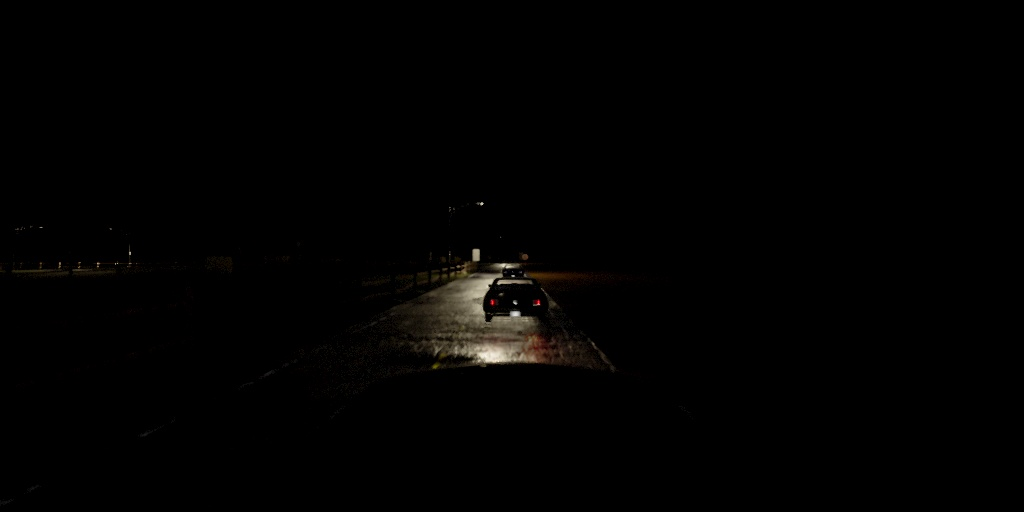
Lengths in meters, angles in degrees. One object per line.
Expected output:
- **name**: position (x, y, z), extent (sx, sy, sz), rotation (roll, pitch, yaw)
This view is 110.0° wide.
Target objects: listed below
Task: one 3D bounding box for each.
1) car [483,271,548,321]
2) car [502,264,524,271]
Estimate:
- **car**: position (0.097, 1.355, 12.418), extent (1.895, 1.301, 4.718), rotation (0, 0, 0)
- **car**: position (0.090, 1.375, 31.697), extent (1.895, 1.301, 4.718), rotation (0, 0, 0)
